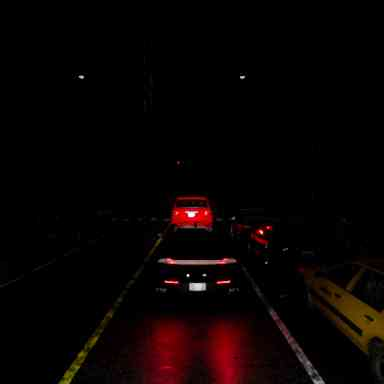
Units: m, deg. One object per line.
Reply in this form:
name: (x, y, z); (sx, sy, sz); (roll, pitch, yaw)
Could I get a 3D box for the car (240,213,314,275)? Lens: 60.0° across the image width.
car: (2.863, 1.560, 10.228); (1.947, 1.339, 4.313); (-1, 0, 0)

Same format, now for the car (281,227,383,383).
car: (2.864, 1.522, 4.812); (1.752, 1.417, 4.829); (-1, 0, 0)

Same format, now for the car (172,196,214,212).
car: (0.061, 1.210, 18.749); (2.150, 2.045, 5.566); (0, 0, 2)

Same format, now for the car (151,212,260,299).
car: (0.096, 1.487, 8.400); (2.128, 1.511, 4.902); (0, 0, 0)

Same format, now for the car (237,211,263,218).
car: (2.861, 1.572, 15.814); (1.802, 1.307, 4.206); (-1, 0, 0)

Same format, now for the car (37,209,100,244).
car: (-5.685, 1.535, 15.808); (1.887, 1.381, 4.507); (-1, 0, 0)
